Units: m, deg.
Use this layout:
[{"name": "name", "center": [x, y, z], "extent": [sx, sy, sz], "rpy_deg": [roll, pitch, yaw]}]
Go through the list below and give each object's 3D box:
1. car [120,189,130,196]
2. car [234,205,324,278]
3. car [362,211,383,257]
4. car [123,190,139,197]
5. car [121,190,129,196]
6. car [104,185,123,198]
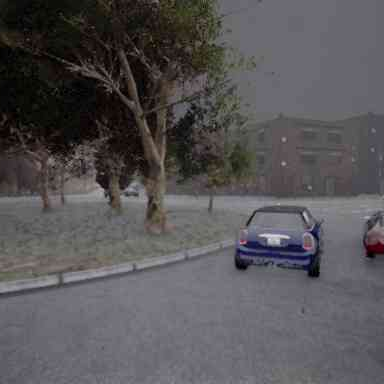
[{"name": "car", "center": [-14.442, 0.187, 71.504], "extent": [2.033, 1.411, 5.357], "rpy_deg": [0, 0, -12]}, {"name": "car", "center": [2.798, 1.165, 10.044], "extent": [2.097, 1.767, 4.553], "rpy_deg": [1, 2, 23]}, {"name": "car", "center": [7.003, 1.352, 11.440], "extent": [1.994, 1.385, 4.181], "rpy_deg": [1, 2, 26]}, {"name": "car", "center": [-10.112, 0.233, 55.545], "extent": [1.895, 1.301, 4.718], "rpy_deg": [0, 1, -17]}, {"name": "car", "center": [-16.842, 0.188, 83.172], "extent": [1.837, 1.490, 4.892], "rpy_deg": [0, 0, -12]}, {"name": "car", "center": [-12.863, -0.117, 53.533], "extent": [2.150, 2.045, 5.566], "rpy_deg": [0, 1, -19]}]
